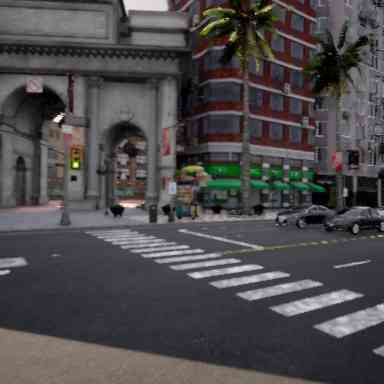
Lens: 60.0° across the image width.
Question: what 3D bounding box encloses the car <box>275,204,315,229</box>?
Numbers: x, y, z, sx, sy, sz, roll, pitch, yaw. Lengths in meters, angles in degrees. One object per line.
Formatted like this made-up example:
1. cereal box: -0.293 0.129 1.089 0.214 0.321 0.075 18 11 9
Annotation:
1. car: 7.875 1.619 22.999 4.902 1.511 2.128 1 0 -33

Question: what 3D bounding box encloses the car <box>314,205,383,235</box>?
1. car: 9.935 1.672 20.162 4.892 1.490 1.837 1 0 -33
